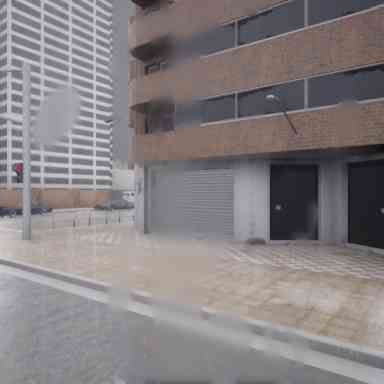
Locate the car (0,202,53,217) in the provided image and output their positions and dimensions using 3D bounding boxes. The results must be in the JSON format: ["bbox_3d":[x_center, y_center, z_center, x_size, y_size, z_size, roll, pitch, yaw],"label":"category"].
[{"bbox_3d":[-15.582,1.601,31.009,1.895,1.301,4.718,0,0,36],"label":"car"}]

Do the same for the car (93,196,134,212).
[{"bbox_3d":[-9.162,1.547,39.820,2.033,1.411,5.357,0,0,36],"label":"car"}]
